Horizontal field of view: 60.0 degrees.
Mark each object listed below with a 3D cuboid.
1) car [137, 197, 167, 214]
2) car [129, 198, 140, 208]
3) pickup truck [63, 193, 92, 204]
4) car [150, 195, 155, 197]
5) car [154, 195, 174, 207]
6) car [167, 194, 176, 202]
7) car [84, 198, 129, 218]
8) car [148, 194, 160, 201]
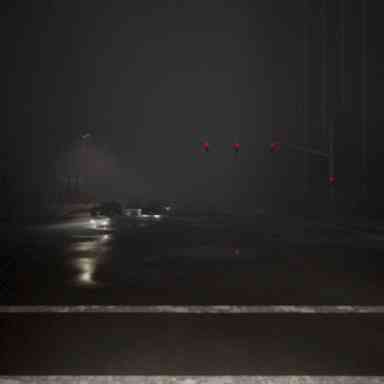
[{"bbox_3d":[-4.191,1.572,35.487,2.033,1.411,5.357,0,0,-1],"label":"car"},{"bbox_3d":[-7.808,1.558,46.129,1.812,1.442,4.674,0,0,-1],"label":"car"},{"bbox_3d":[-20.989,1.101,60.125,2.390,2.098,6.274,0,0,30],"label":"pickup truck"},{"bbox_3d":[-7.870,1.590,60.676,2.033,1.411,5.357,0,0,-1],"label":"car"},{"bbox_3d":[-4.373,1.583,52.370,2.033,1.411,5.357,0,0,-1],"label":"car"},{"bbox_3d":[-4.464,1.217,68.940,2.097,1.767,4.553,0,0,-1],"label":"car"},{"bbox_3d":[-7.790,1.513,30.712,2.128,1.511,4.902,0,0,4],"label":"car"},{"bbox_3d":[-7.972,1.215,69.649,1.994,1.385,4.181,0,0,-1],"label":"car"}]
